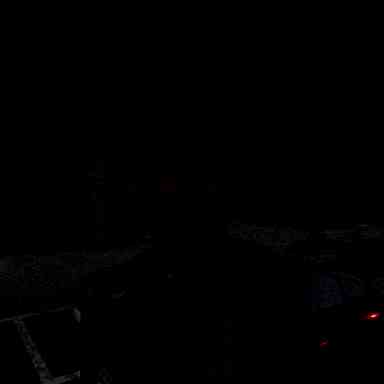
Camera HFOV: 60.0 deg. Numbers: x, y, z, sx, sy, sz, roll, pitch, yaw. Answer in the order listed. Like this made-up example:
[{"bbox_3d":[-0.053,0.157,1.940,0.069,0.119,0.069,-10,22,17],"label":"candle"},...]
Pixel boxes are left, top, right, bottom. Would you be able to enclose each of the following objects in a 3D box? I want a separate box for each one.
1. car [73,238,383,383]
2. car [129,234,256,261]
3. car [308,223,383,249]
[{"bbox_3d":[0.864,1.564,3.995,4.181,1.385,1.994,0,0,-35],"label":"car"},{"bbox_3d":[-0.036,1.566,6.510,4.313,1.339,1.947,0,0,-35],"label":"car"},{"bbox_3d":[4.445,1.582,9.702,4.206,1.307,1.802,0,0,-35],"label":"car"}]
